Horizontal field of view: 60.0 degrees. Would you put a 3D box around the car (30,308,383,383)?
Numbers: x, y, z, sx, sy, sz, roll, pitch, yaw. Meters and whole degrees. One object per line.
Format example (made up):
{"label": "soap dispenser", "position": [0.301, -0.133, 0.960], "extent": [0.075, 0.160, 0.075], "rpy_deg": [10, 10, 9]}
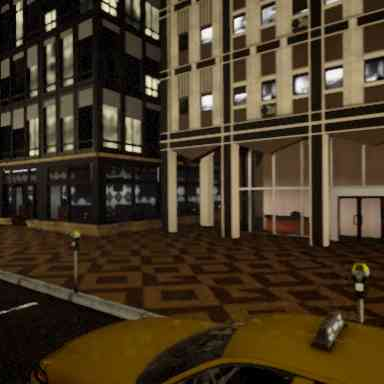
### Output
{"label": "car", "position": [0.702, 1.524, 2.381], "extent": [4.829, 1.417, 1.752], "rpy_deg": [0, 0, 35]}
